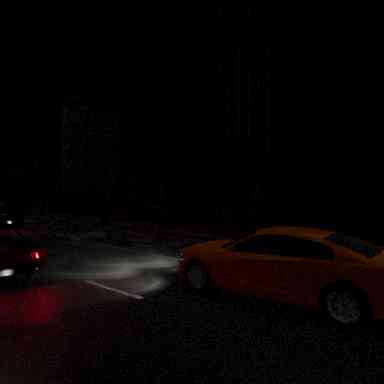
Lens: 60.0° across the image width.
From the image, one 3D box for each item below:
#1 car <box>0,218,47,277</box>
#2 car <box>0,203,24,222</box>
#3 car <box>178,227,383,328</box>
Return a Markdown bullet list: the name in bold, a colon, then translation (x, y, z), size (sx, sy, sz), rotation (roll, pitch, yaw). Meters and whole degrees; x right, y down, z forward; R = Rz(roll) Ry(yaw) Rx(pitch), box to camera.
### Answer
- **car**: translation (-5.932, 1.575, 9.208), size (4.718, 1.301, 1.895), rotation (0, 0, 42)
- **car**: translation (-11.908, 1.460, 20.756), size (1.837, 1.490, 4.892), rotation (0, 0, -40)
- **car**: translation (1.941, 1.483, 7.116), size (5.008, 1.535, 1.882), rotation (0, 0, 37)
